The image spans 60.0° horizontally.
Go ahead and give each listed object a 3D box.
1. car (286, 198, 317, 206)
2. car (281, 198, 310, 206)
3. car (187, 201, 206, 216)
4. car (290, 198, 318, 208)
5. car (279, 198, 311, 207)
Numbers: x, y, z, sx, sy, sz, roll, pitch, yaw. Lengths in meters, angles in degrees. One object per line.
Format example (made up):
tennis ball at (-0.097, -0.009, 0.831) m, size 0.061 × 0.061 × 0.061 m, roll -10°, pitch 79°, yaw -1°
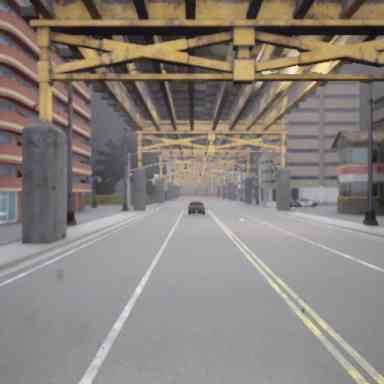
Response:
car at (17.339, 1.615, 52.559) m, size 4.536 × 1.218 × 1.853 m, roll 0°, pitch 0°, yaw -20°
car at (17.672, 1.627, 56.678) m, size 4.536 × 1.218 × 1.853 m, roll 0°, pitch 0°, yaw 25°
car at (0.482, 1.746, 36.524) m, size 1.882 × 1.535 × 5.008 m, roll 0°, pitch 0°, yaw 0°
car at (17.290, 1.772, 52.541) m, size 4.974 × 1.542 × 2.038 m, roll 0°, pitch 0°, yaw -20°
car at (17.625, 1.785, 56.699) m, size 4.974 × 1.542 × 2.038 m, roll 0°, pitch 0°, yaw 25°
